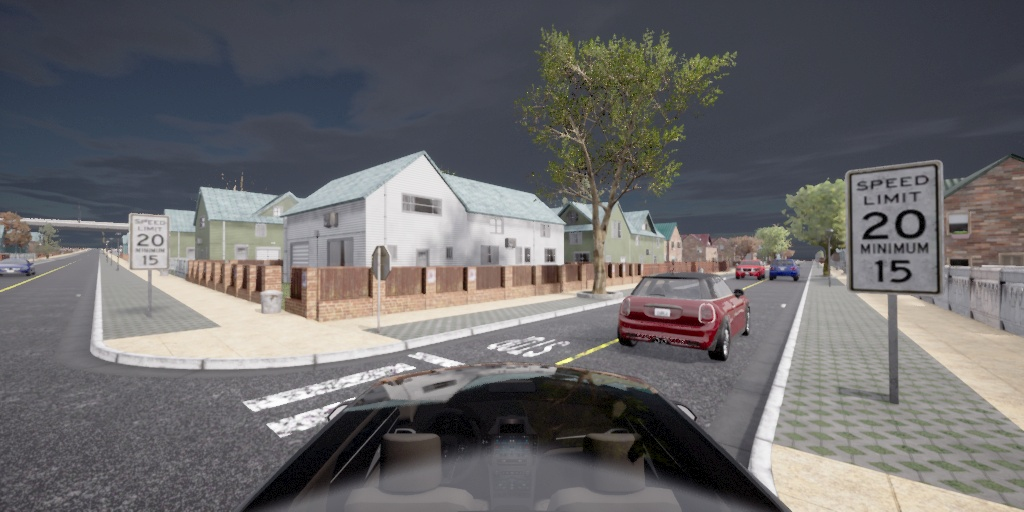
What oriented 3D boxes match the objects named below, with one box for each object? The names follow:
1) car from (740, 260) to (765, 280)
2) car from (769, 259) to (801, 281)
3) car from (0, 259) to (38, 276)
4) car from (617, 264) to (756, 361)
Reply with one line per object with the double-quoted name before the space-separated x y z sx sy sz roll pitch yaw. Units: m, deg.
"car" 24.973 1.384 37.493 2.150 2.045 5.566 -1 -1 40
"car" 26.815 1.351 35.298 2.150 2.045 5.566 -1 -1 40
"car" -42.114 0.966 30.394 4.674 1.442 1.812 1 0 41
"car" 4.383 1.172 8.811 2.097 1.767 4.553 -1 -1 40
